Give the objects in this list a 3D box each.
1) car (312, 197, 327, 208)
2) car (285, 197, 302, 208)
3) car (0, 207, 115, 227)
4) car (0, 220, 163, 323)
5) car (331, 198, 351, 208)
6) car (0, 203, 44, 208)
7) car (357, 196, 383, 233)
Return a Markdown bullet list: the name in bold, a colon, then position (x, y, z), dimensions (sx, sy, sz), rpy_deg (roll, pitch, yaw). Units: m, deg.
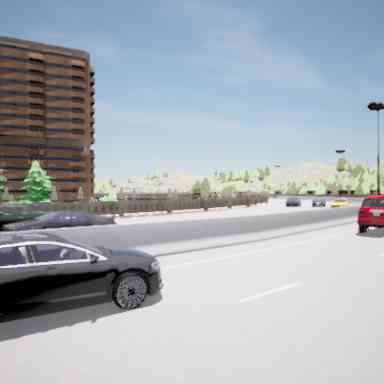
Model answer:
- **car**: position (19.372, 1.544, 50.672), dimensions (2.128, 1.511, 4.902), rpy_deg (0, 0, 24)
- **car**: position (15.488, 1.544, 50.557), dimensions (1.882, 1.535, 5.008), rpy_deg (0, 0, 25)
- **car**: position (-6.489, 1.614, 16.807), dimensions (5.357, 1.411, 2.033), rpy_deg (0, 0, -39)
- **car**: position (-2.868, 1.519, 6.201), dimensions (4.902, 1.511, 2.128), rpy_deg (0, 0, -36)
- **car**: position (18.316, 1.510, 40.858), dimensions (1.882, 1.535, 5.008), rpy_deg (0, 0, 29)
- **car**: position (-10.218, 1.436, 18.428), dimensions (4.553, 1.767, 2.097), rpy_deg (0, 0, -38)
- **car**: position (11.183, 1.227, 18.857), dimensions (2.150, 2.045, 5.566), rpy_deg (0, 0, 43)
